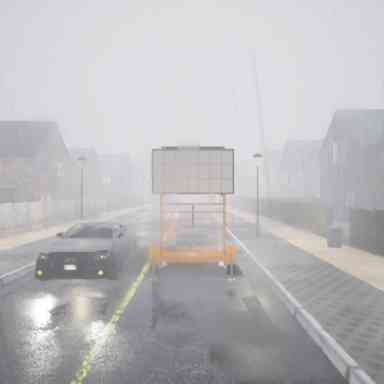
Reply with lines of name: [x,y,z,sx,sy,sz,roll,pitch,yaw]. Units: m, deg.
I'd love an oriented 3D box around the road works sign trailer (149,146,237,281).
road works sign trailer: [0.031,0.463,9.831,2.380,3.560,2.880,0,0,1]

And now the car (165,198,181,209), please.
car: [-2.629,1.593,46.104,2.128,1.511,4.902,0,0,0]

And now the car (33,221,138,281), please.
car: [-2.828,1.563,9.704,1.994,1.385,4.181,0,0,0]
